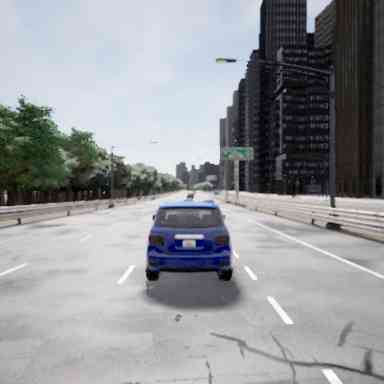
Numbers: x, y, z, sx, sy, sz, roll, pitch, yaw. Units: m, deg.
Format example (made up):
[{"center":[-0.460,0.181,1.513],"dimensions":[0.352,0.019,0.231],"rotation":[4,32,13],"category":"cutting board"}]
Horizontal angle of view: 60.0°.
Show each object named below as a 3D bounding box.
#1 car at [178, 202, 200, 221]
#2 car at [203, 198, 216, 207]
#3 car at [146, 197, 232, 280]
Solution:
[{"center":[-0.291,1.707,29.888],"dimensions":[1.812,1.442,4.674],"rotation":[0,0,-1],"category":"car"},{"center":[3.114,1.798,59.491],"dimensions":[2.128,1.511,4.902],"rotation":[0,0,0],"category":"car"},{"center":[-0.088,1.287,10.276],"dimensions":[2.150,2.045,5.566],"rotation":[0,0,-1],"category":"car"}]
